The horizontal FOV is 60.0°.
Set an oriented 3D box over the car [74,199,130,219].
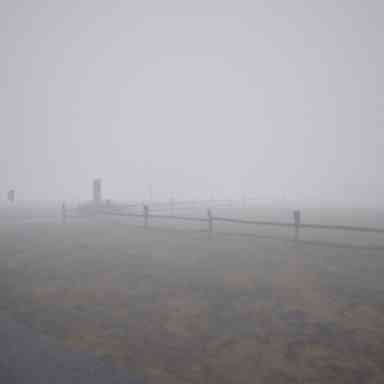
[{"bbox_3d":[-7.168,1.312,27.104,2.128,1.511,4.902,-1,0,36],"label":"car"}]
